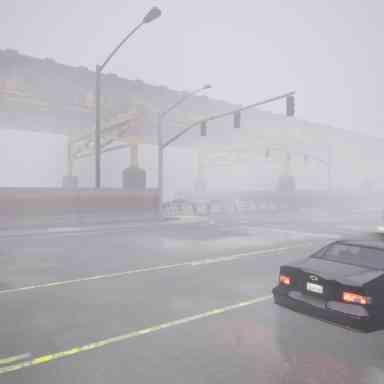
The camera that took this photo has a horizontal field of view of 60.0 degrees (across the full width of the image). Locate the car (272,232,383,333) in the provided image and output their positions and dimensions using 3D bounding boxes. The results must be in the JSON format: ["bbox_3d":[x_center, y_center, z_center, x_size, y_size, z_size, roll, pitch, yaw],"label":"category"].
[{"bbox_3d":[3.954,1.547,6.671,5.357,1.411,2.033,0,0,-36],"label":"car"}]

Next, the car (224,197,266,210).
[{"bbox_3d":[6.764,1.453,42.506,4.974,1.542,2.038,0,0,-8],"label":"car"}]

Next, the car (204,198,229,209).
[{"bbox_3d":[2.906,1.295,38.757,1.853,1.218,4.536,0,0,17],"label":"car"}]

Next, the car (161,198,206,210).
[{"bbox_3d":[-0.879,1.295,35.992,4.536,1.218,1.853,0,0,7],"label":"car"}]

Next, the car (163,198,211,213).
[{"bbox_3d":[-0.827,1.453,35.985,4.974,1.542,2.038,0,0,7],"label":"car"}]

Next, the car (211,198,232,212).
[{"bbox_3d":[2.891,1.453,38.707,2.038,1.542,4.974,0,0,17],"label":"car"}]

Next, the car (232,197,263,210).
[{"bbox_3d":[6.712,1.295,42.499,4.536,1.218,1.853,0,0,-8],"label":"car"}]
